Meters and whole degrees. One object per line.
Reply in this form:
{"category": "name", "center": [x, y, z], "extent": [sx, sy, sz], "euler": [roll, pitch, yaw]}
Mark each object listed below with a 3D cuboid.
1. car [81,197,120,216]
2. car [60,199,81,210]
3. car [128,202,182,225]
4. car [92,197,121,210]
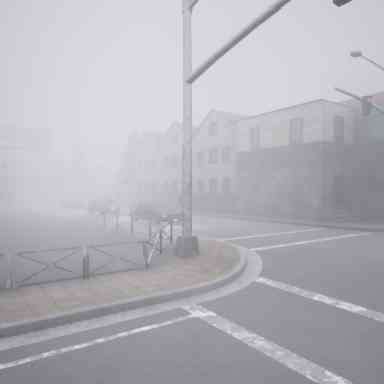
{"category": "car", "center": [-8.291, 1.315, 30.995], "extent": [2.128, 1.511, 4.902], "euler": [0, 0, -35]}
{"category": "car", "center": [-14.109, 1.425, 39.269], "extent": [1.895, 1.301, 4.718], "euler": [0, 0, -35]}
{"category": "car", "center": [-2.549, 1.371, 22.874], "extent": [2.033, 1.411, 5.357], "euler": [0, 0, -35]}
{"category": "car", "center": [-10.476, 1.329, 40.454], "extent": [1.837, 1.490, 4.892], "euler": [0, 0, -35]}
